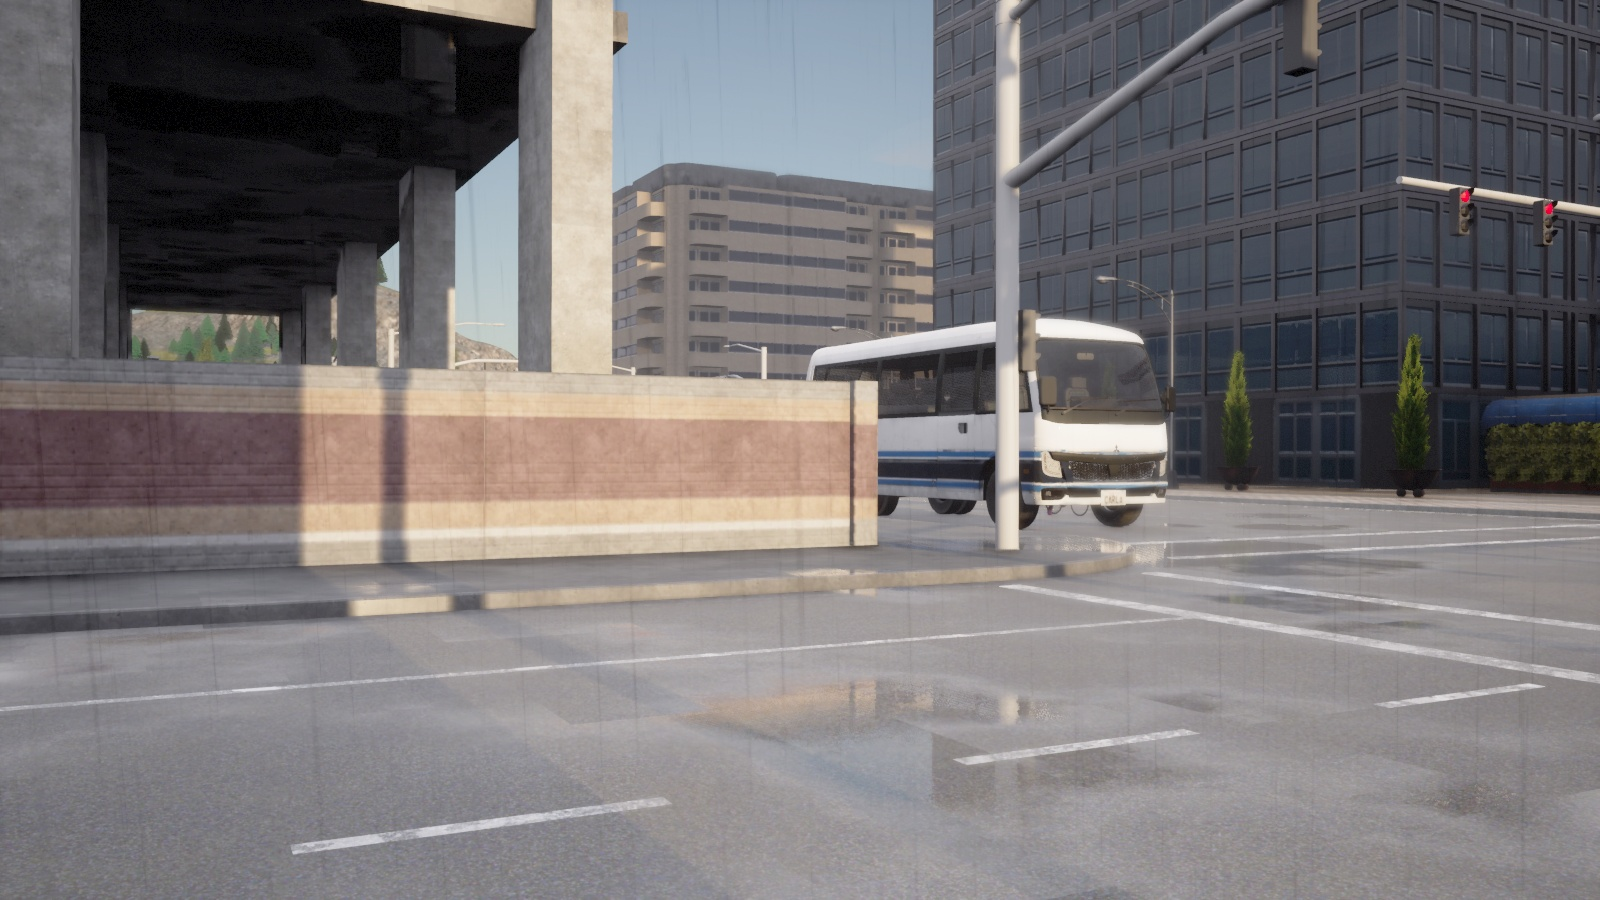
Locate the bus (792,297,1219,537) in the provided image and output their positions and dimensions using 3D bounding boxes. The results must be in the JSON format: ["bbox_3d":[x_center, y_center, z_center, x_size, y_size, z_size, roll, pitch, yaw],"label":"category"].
[{"bbox_3d":[3.924,-0.572,27.768,3.944,4.253,10.273,0,0,-27],"label":"bus"}]
